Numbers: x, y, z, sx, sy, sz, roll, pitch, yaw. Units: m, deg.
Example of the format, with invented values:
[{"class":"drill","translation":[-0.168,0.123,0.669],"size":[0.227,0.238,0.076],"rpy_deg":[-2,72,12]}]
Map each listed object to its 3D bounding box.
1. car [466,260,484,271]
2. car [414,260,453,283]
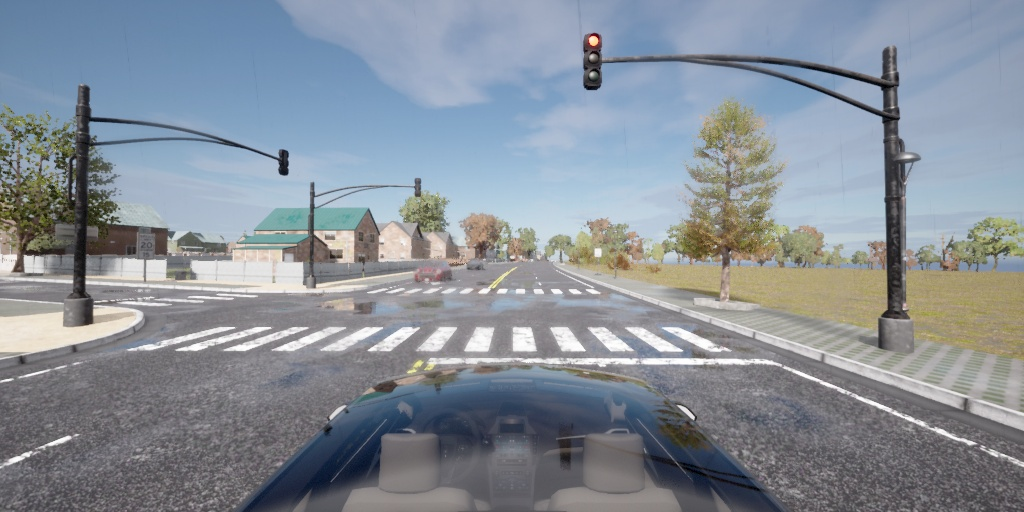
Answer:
[{"class":"car","translation":[-5.082,1.314,49.887],"size":[1.882,1.535,5.008],"rpy_deg":[0,0,3]},{"class":"car","translation":[-6.039,1.128,27.928],"size":[2.097,1.767,4.553],"rpy_deg":[0,0,2]}]
